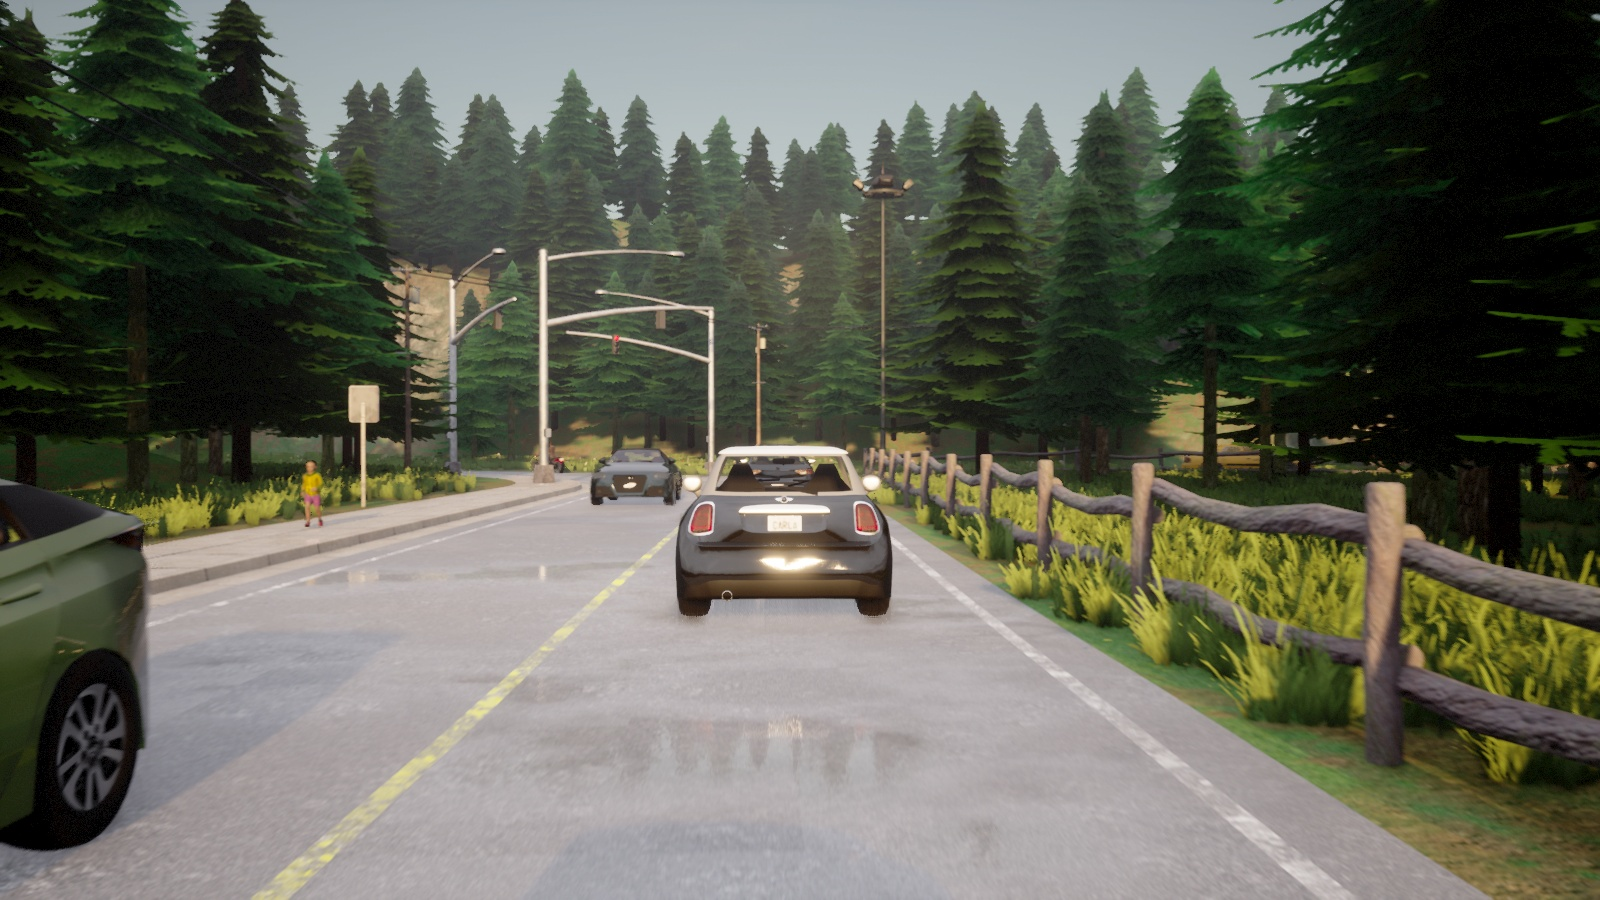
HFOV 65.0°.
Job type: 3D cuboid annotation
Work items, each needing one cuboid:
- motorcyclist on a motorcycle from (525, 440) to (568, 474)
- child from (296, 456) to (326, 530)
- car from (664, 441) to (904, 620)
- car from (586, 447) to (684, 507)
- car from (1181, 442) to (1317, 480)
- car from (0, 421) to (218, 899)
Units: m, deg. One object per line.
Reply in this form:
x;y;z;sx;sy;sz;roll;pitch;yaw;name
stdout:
-12.472;0.346;61.830;2.350;1.649;0.766;0;1;40;motorcyclist on a motorcycle
-7.802;0.678;20.044;0.299;1.160;0.473;0;0;-1;child
-0.173;0.650;12.236;1.970;1.475;3.806;0;0;-1;car
-4.048;0.637;31.404;1.994;1.385;4.181;0;0;-1;car
19.033;0.428;53.470;5.366;1.575;1.801;0;0;18;car
-3.493;0.674;3.149;2.007;1.525;4.514;0;0;0;car
